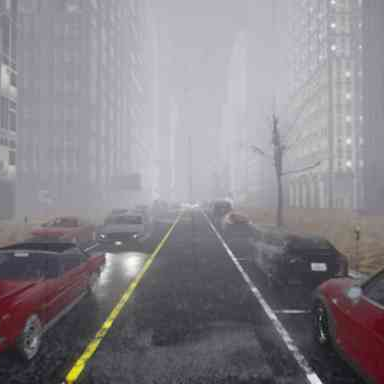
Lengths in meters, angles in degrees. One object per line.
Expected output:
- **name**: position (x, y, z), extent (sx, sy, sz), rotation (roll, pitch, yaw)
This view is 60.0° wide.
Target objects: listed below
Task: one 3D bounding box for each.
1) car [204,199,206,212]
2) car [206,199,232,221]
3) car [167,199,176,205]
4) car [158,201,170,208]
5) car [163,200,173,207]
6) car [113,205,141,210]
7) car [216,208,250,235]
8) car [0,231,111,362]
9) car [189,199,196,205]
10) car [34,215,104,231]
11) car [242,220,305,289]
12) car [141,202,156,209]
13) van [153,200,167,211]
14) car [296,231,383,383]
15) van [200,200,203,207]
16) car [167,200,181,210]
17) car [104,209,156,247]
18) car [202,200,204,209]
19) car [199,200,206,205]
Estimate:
- **car**: position (2.800, 1.872, 37.810), extent (2.192, 1.841, 5.009), rotation (1, -1, 0)
- **car**: position (2.783, 1.789, 32.122), extent (2.192, 1.841, 5.009), rotation (1, -1, 0)
- **car**: position (-5.438, 2.739, 89.049), extent (1.967, 1.590, 4.097), rotation (1, -1, 0)
- **car**: position (-5.504, 2.528, 66.293), extent (1.947, 1.339, 4.313), rotation (1, -1, 0)
- **car**: position (-5.471, 2.681, 77.670), extent (2.008, 1.369, 4.403), rotation (1, -1, 0)
- **car**: position (-5.616, 1.945, 26.473), extent (1.947, 1.339, 4.313), rotation (1, -1, 0)
- **car**: position (2.749, 1.890, 20.742), extent (1.802, 1.307, 4.206), rotation (1, -1, 0)
- **car**: position (-3.087, 1.688, 6.134), extent (1.895, 1.301, 4.718), rotation (0, -1, 0)
- **car**: position (0.246, 2.746, 89.338), extent (1.812, 1.442, 4.674), rotation (0, -1, 0)
- **car**: position (-5.657, 1.758, 15.099), extent (1.887, 1.381, 4.507), rotation (1, -1, 0)
- **car**: position (2.783, 1.708, 9.366), extent (1.947, 1.339, 4.313), rotation (1, -1, 0)
- **car**: position (-5.583, 2.111, 37.850), extent (1.947, 1.339, 4.313), rotation (1, -1, 0)
- **van**: position (-5.533, 2.136, 54.919), extent (1.690, 1.788, 3.998), rotation (1, -1, 0)
- **car**: position (2.824, 1.500, 3.680), extent (1.967, 1.590, 4.097), rotation (1, -1, 0)
- **van**: position (2.864, 2.231, 60.564), extent (1.690, 1.788, 3.998), rotation (1, -1, 0)
- **car**: position (-2.871, 2.415, 59.563), extent (2.033, 1.411, 5.357), rotation (0, -1, 1)
- **car**: position (-3.050, 1.786, 16.518), extent (2.033, 1.411, 5.357), rotation (0, -1, 0)
- **car**: position (2.830, 2.251, 49.354), extent (1.752, 1.417, 4.829), rotation (1, -1, 0)
- **car**: position (2.957, 2.945, 94.690), extent (2.008, 1.369, 4.403), rotation (1, -1, 0)
